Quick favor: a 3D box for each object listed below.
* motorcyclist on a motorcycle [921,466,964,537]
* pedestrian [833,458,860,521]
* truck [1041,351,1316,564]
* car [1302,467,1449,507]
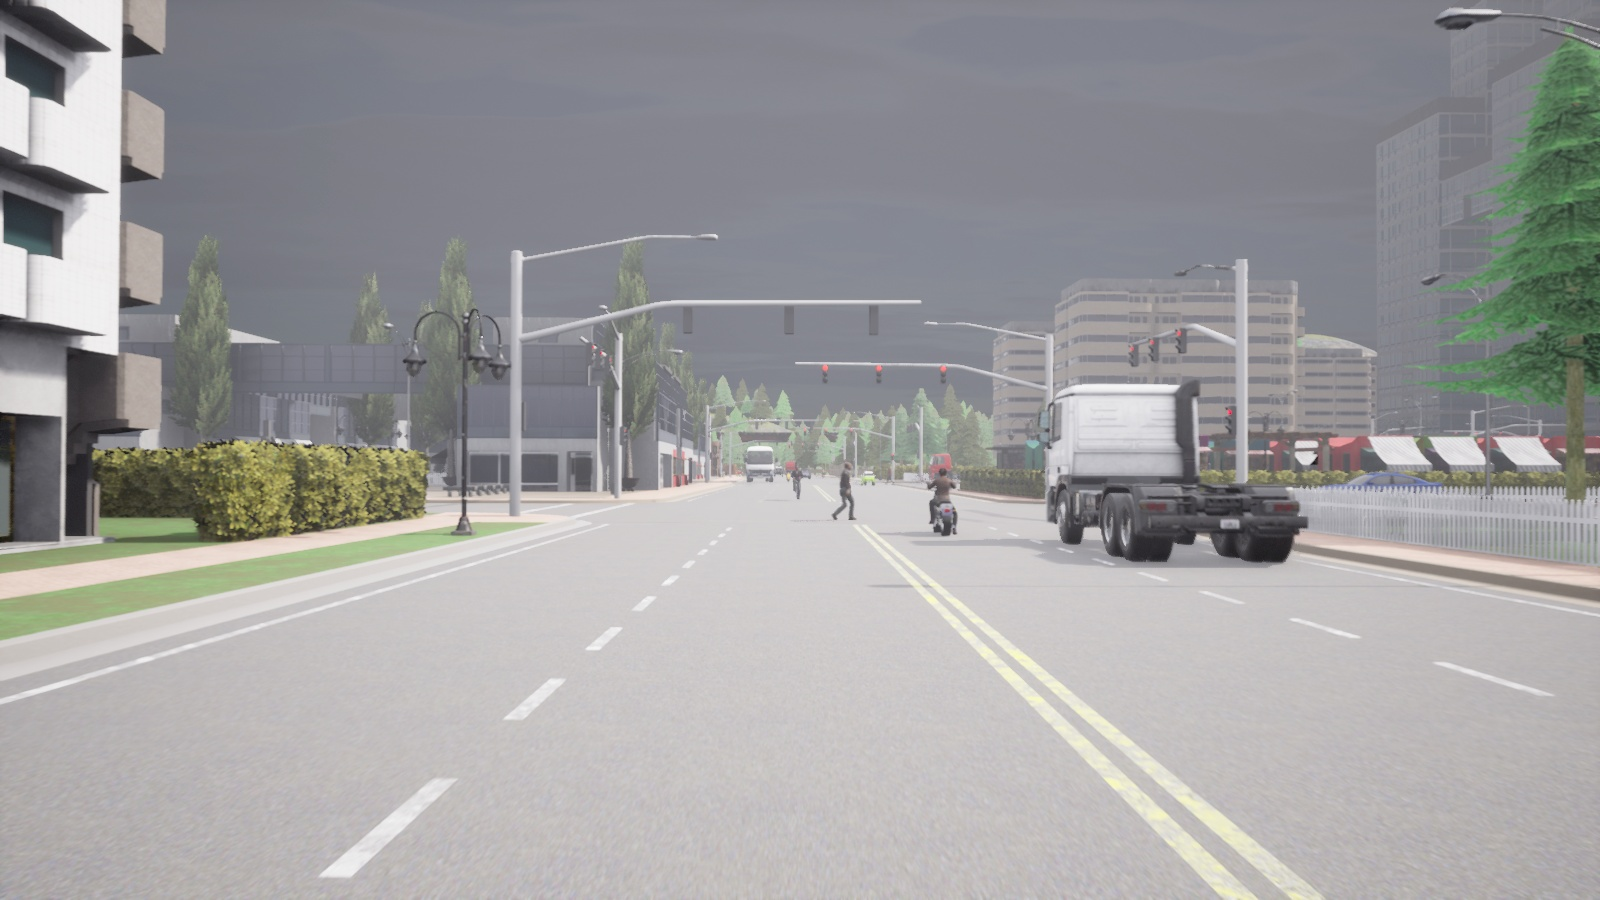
[{"bbox_3d":[3.427,1.218,30.388,0.766,1.649,2.350,0,-1,0],"label":"motorcyclist on a motorcycle"},{"bbox_3d":[1.386,1.180,37.563,0.720,1.854,0.376,0,-1,-17],"label":"pedestrian"},{"bbox_3d":[6.954,0.181,24.509,2.891,3.462,7.936,0,-1,0],"label":"truck"},{"bbox_3d":[22.878,1.472,50.053,5.008,1.535,1.882,0,-1,-2],"label":"car"}]
